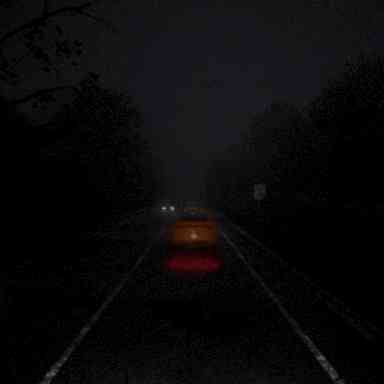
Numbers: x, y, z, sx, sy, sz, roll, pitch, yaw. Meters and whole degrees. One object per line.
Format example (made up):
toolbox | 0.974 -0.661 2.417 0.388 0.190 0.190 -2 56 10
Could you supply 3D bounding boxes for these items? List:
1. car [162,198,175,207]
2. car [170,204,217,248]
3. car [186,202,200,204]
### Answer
car | -3.556 1.564 50.842 2.033 1.411 5.357 0 0 0
car | 0.084 1.531 15.108 1.882 1.535 5.008 0 0 0
car | 0.093 1.594 30.205 1.812 1.442 4.674 0 0 0
